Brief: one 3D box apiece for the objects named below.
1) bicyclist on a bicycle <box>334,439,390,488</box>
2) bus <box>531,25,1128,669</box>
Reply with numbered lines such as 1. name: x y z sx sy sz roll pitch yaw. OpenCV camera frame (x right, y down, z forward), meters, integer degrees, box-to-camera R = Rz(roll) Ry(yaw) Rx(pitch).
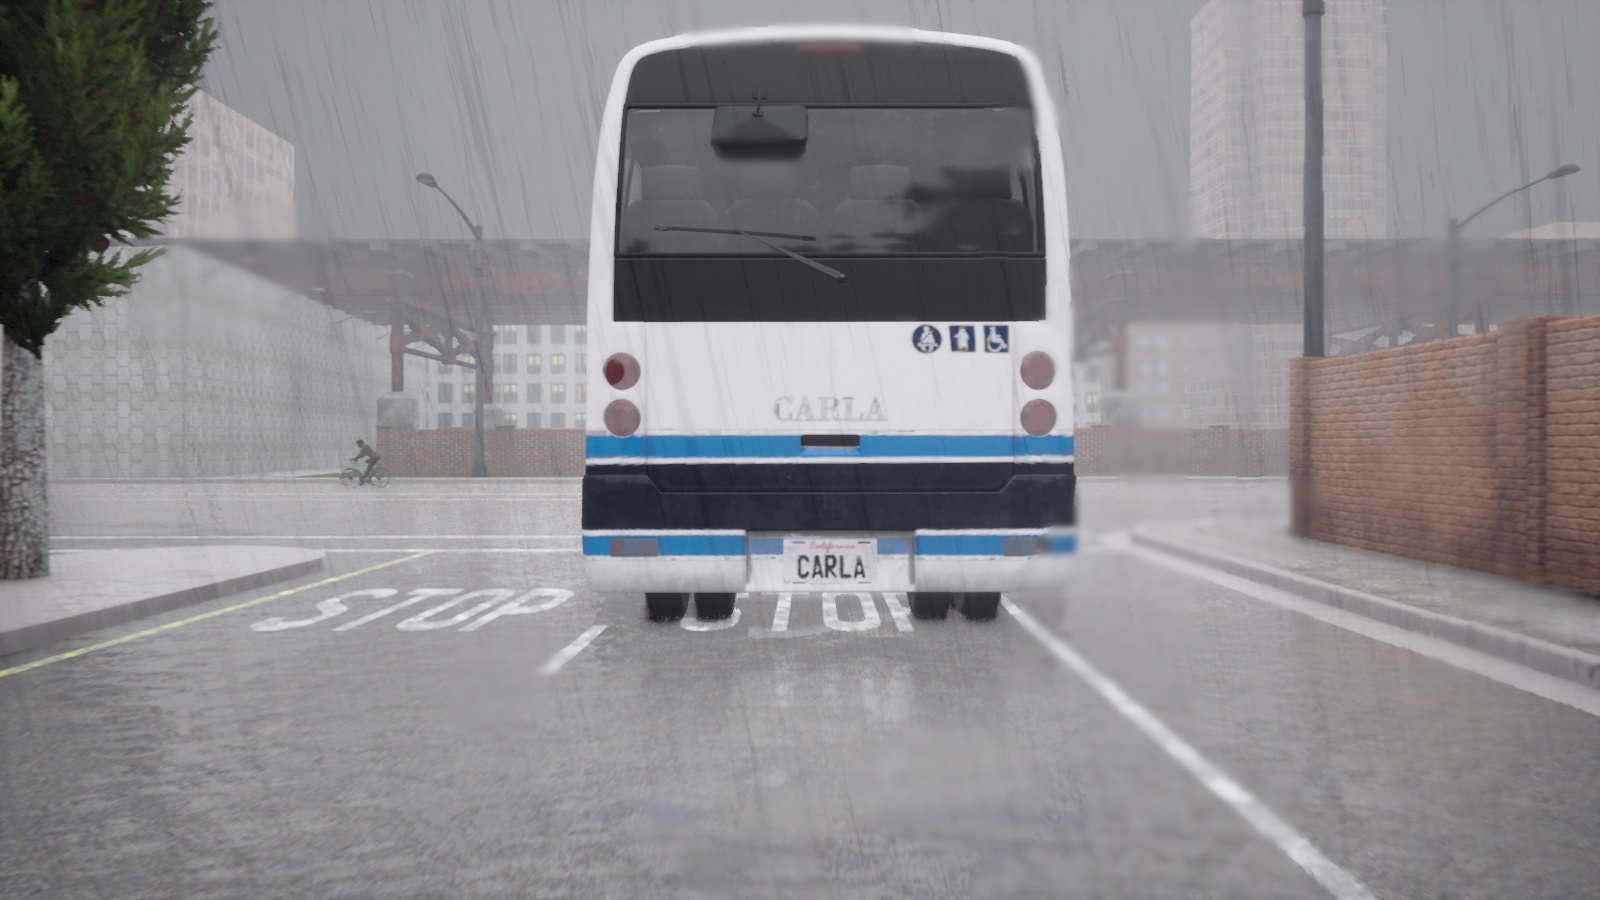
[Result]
1. bicyclist on a bicycle: -14.626 0.454 41.939 1.656 1.620 0.582 0 0 0
2. bus: 0.184 -0.704 13.442 3.944 4.253 10.273 0 0 0
